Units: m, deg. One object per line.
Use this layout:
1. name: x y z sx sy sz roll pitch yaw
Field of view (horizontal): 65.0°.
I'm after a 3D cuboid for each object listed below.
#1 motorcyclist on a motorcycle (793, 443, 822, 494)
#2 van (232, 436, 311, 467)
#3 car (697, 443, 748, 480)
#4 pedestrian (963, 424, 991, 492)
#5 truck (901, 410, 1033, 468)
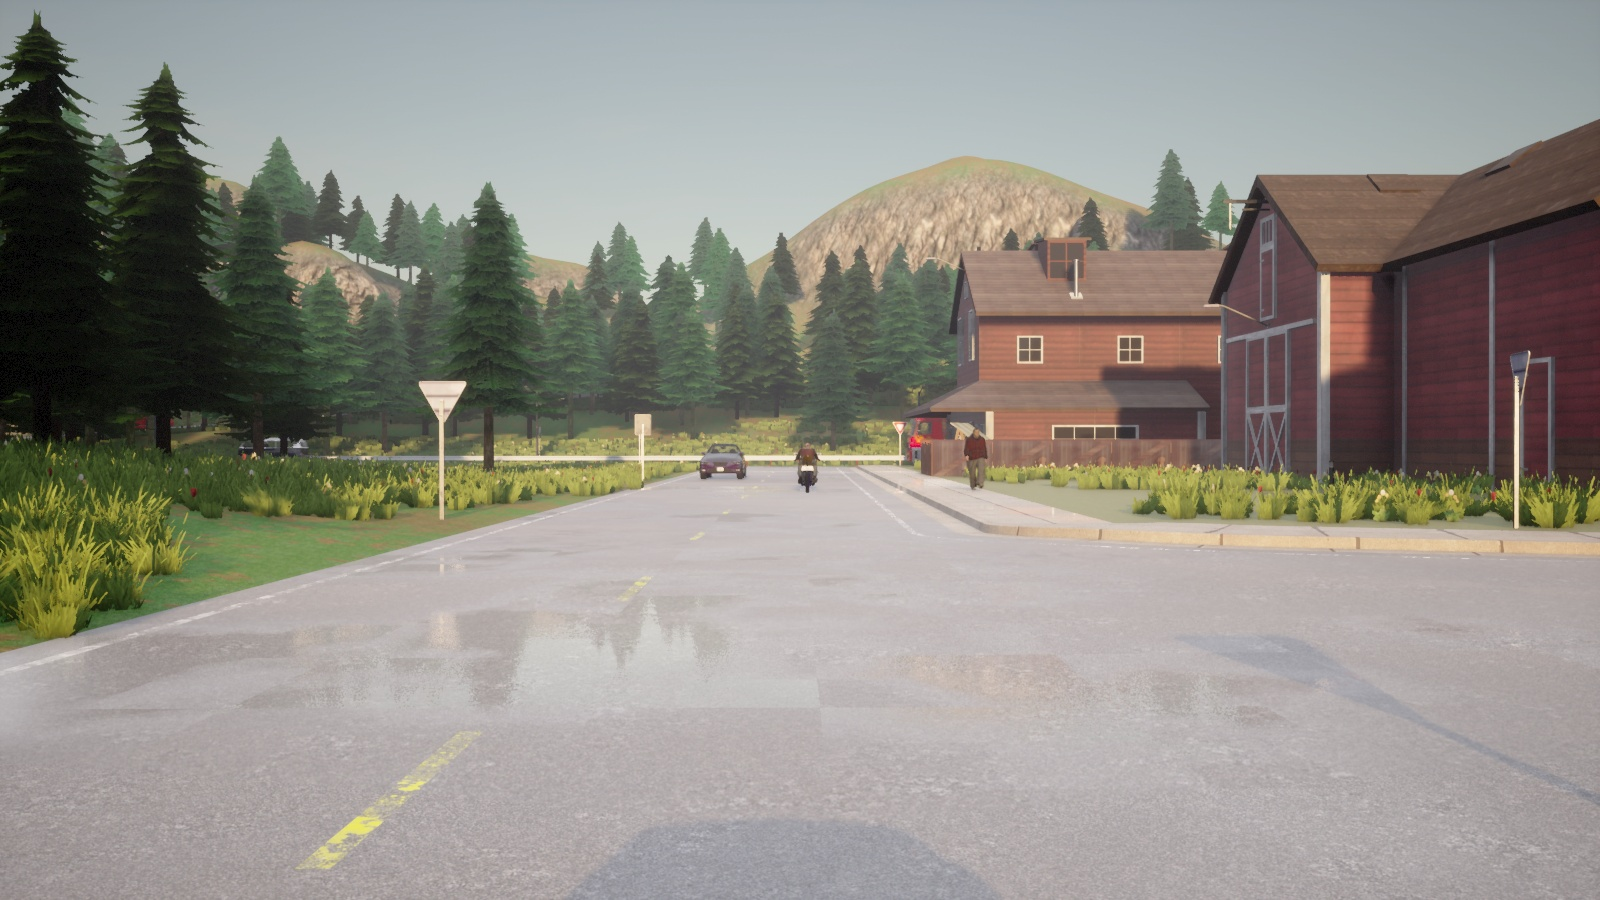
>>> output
1. motorcyclist on a motorcycle: 0.230 0.563 38.796 0.866 1.530 2.191 0 0 0
2. van: -35.679 0.099 84.883 4.480 2.038 2.069 0 0 0
3. car: -3.195 0.462 52.353 1.816 1.474 4.193 0 0 0
4. pedestrian: 4.880 0.210 34.654 0.634 1.844 0.899 0 0 -2
5. truck: 11.180 -0.746 84.684 8.468 3.827 2.891 0 0 0
